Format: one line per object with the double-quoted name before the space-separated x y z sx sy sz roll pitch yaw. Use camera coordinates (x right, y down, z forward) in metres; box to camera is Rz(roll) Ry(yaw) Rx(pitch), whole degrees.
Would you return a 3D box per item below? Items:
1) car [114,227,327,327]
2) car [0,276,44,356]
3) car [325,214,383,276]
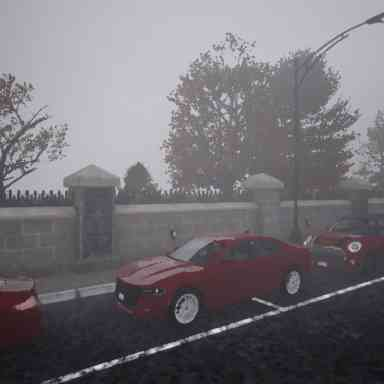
"car" 0.620 1.546 7.002 4.507 1.381 1.887 0 0 -35
"car" -3.962 1.581 3.733 4.206 1.307 1.802 0 0 -35
"car" 5.203 1.448 10.270 4.097 1.590 1.967 0 0 -35
